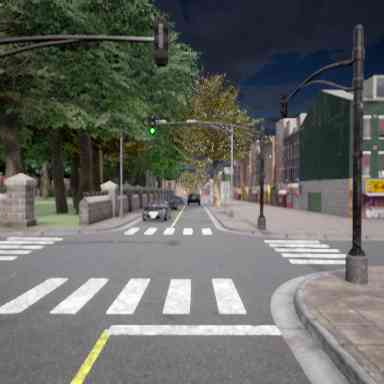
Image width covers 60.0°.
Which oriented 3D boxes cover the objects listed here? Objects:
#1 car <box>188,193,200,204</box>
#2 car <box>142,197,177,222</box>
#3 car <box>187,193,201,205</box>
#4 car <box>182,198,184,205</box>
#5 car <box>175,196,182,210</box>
[{"bbox_3d":[0.367,1.175,65.905,2.150,2.045,5.566,0,0,0],"label":"car"},{"bbox_3d":[-2.686,1.448,26.220,2.128,1.511,4.902,0,0,2],"label":"car"},{"bbox_3d":[0.309,1.168,55.484,2.150,2.045,5.566,0,0,0],"label":"car"},{"bbox_3d":[-2.436,1.474,59.460,1.812,1.442,4.674,0,0,1],"label":"car"},{"bbox_3d":[-2.621,1.492,40.206,2.033,1.411,5.357,0,0,0],"label":"car"}]
